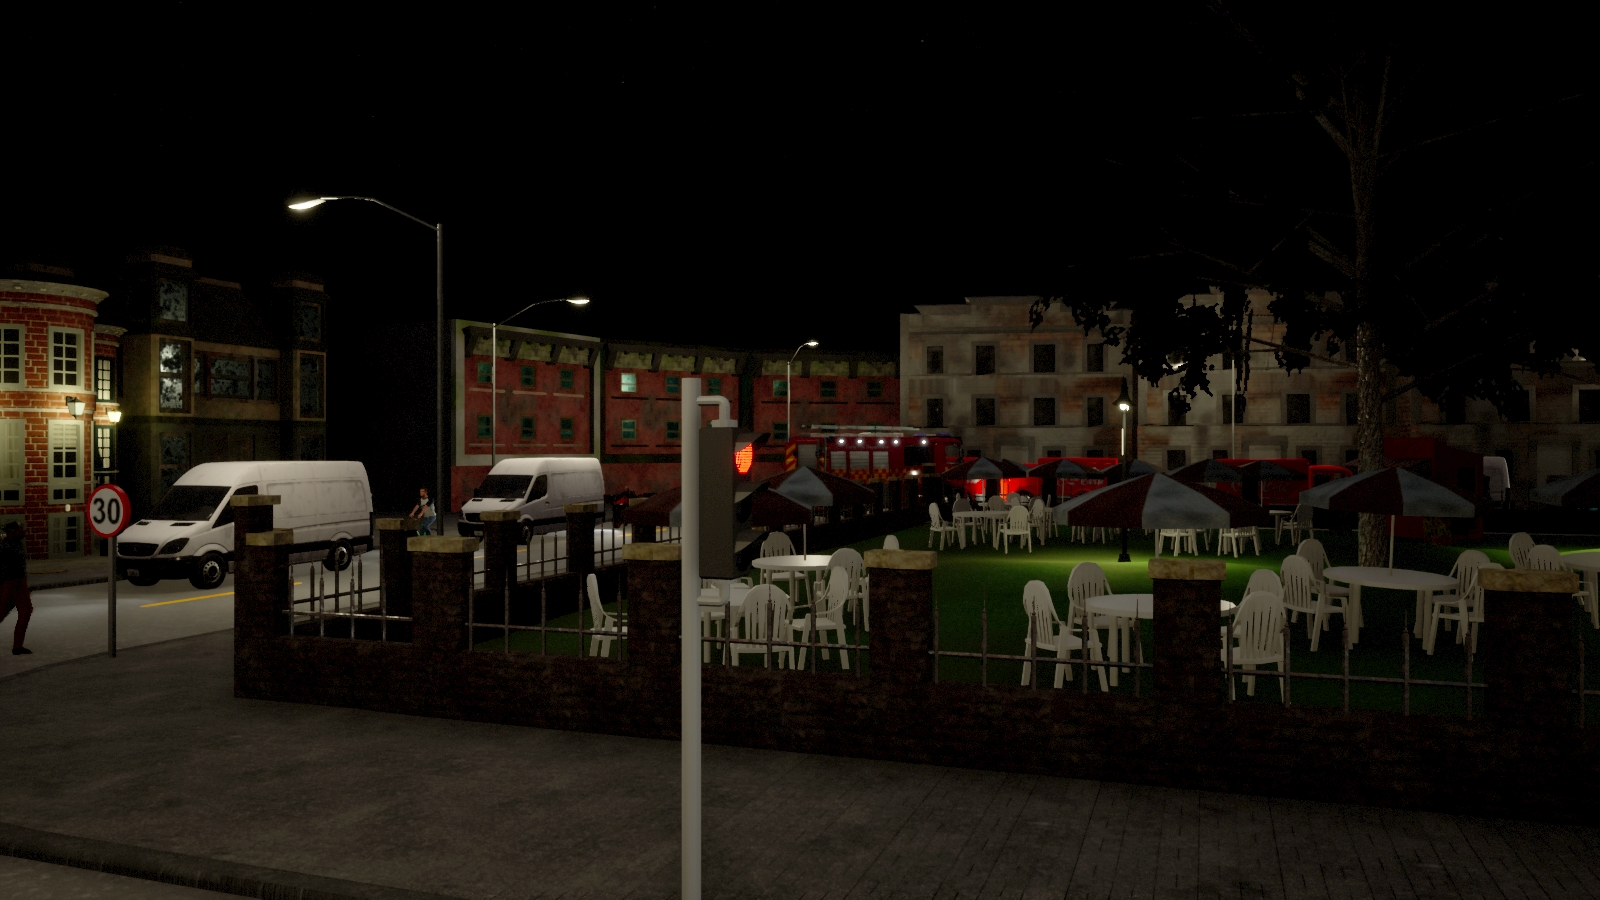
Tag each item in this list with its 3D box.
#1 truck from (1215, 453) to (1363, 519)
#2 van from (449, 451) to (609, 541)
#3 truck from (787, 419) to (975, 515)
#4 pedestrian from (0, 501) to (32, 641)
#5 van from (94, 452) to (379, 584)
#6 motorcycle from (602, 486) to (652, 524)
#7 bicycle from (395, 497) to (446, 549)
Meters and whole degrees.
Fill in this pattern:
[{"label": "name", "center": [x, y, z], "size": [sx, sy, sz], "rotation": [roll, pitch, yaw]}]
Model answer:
[{"label": "truck", "center": [19.141, 1.349, 45.048], "size": [5.204, 2.467, 2.627], "rotation": [0, 0, 20]}, {"label": "van", "center": [-8.336, 1.314, 35.864], "size": [1.988, 2.561, 5.915], "rotation": [0, 0, 20]}, {"label": "truck", "center": [3.640, 0.672, 49.313], "size": [8.468, 3.827, 2.891], "rotation": [0, 0, -40]}, {"label": "pedestrian", "center": [-10.735, 1.629, 15.495], "size": [0.375, 1.860, 0.375], "rotation": [0, 0, 2]}, {"label": "van", "center": [-12.115, 1.315, 25.192], "size": [1.988, 2.561, 5.915], "rotation": [0, 0, 20]}, {"label": "motorcycle", "center": [-6.279, 1.985, 41.598], "size": [0.867, 1.251, 2.209], "rotation": [0, 0, 20]}, {"label": "bicycle", "center": [-10.162, 1.936, 30.641], "size": [0.373, 1.296, 1.643], "rotation": [0, 0, 20]}]
